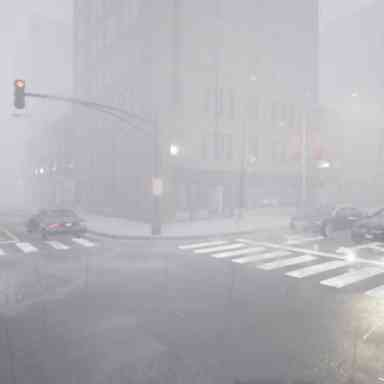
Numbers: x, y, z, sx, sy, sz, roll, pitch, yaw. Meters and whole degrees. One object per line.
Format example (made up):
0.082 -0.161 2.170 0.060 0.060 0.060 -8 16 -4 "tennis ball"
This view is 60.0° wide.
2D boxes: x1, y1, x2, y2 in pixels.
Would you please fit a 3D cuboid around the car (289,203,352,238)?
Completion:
6.890 1.326 16.593 4.902 1.511 2.128 -1 0 -36 "car"

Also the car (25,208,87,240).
-6.941 1.490 16.708 2.033 1.411 5.357 0 0 -37 "car"

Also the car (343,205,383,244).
8.471 1.361 13.729 4.674 1.442 1.812 -1 0 -35 "car"
